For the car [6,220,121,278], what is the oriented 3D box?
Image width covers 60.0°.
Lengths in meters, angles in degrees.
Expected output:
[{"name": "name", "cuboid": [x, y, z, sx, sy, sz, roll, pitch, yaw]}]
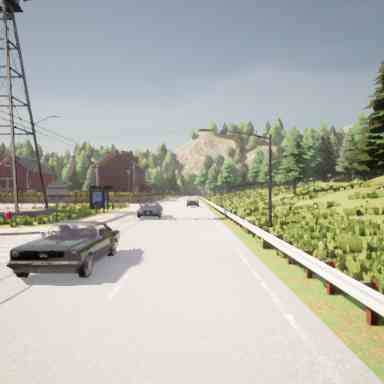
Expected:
[{"name": "car", "cuboid": [-3.598, 1.599, 10.255, 1.895, 1.301, 4.718, 0, 0, 0]}]

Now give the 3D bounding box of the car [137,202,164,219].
[{"name": "car", "cuboid": [-3.578, 1.560, 29.035, 1.994, 1.385, 4.181, 0, 0, 0]}]

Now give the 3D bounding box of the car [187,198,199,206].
[{"name": "car", "cuboid": [0.115, 1.593, 52.810, 1.895, 1.301, 4.718, 0, 0, 0]}]
